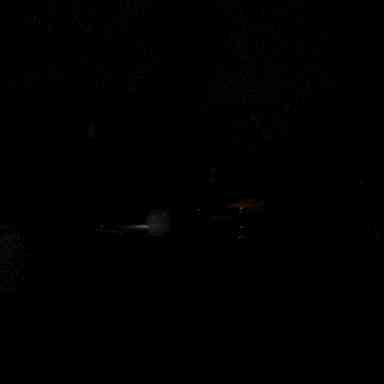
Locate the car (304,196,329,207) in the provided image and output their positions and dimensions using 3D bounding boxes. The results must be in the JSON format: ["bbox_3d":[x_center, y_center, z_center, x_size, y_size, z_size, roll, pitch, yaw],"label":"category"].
[{"bbox_3d":[17.721,1.288,47.090,2.033,1.411,5.357,-1,0,40],"label":"car"}]

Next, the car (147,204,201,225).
[{"bbox_3d":[-1.234,1.561,23.998,1.994,1.385,4.181,-1,0,39],"label":"car"}]

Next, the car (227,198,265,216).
[{"bbox_3d":[5.221,1.387,31.891,1.882,1.535,5.008,-1,0,40],"label":"car"}]
